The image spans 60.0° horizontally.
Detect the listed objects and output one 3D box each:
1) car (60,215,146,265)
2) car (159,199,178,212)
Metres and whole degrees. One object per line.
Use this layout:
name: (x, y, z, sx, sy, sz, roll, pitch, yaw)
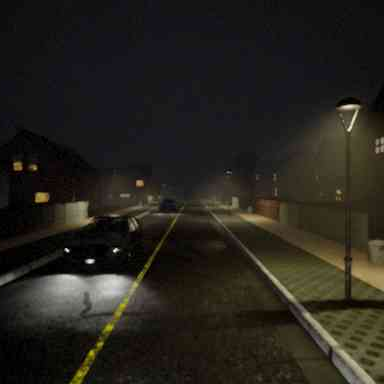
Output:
car: (-2.821, 1.532, 11.882, 2.033, 1.411, 5.357, 0, 0, 0)
car: (-2.691, 1.512, 38.475, 1.882, 1.535, 5.008, 0, 0, 0)
